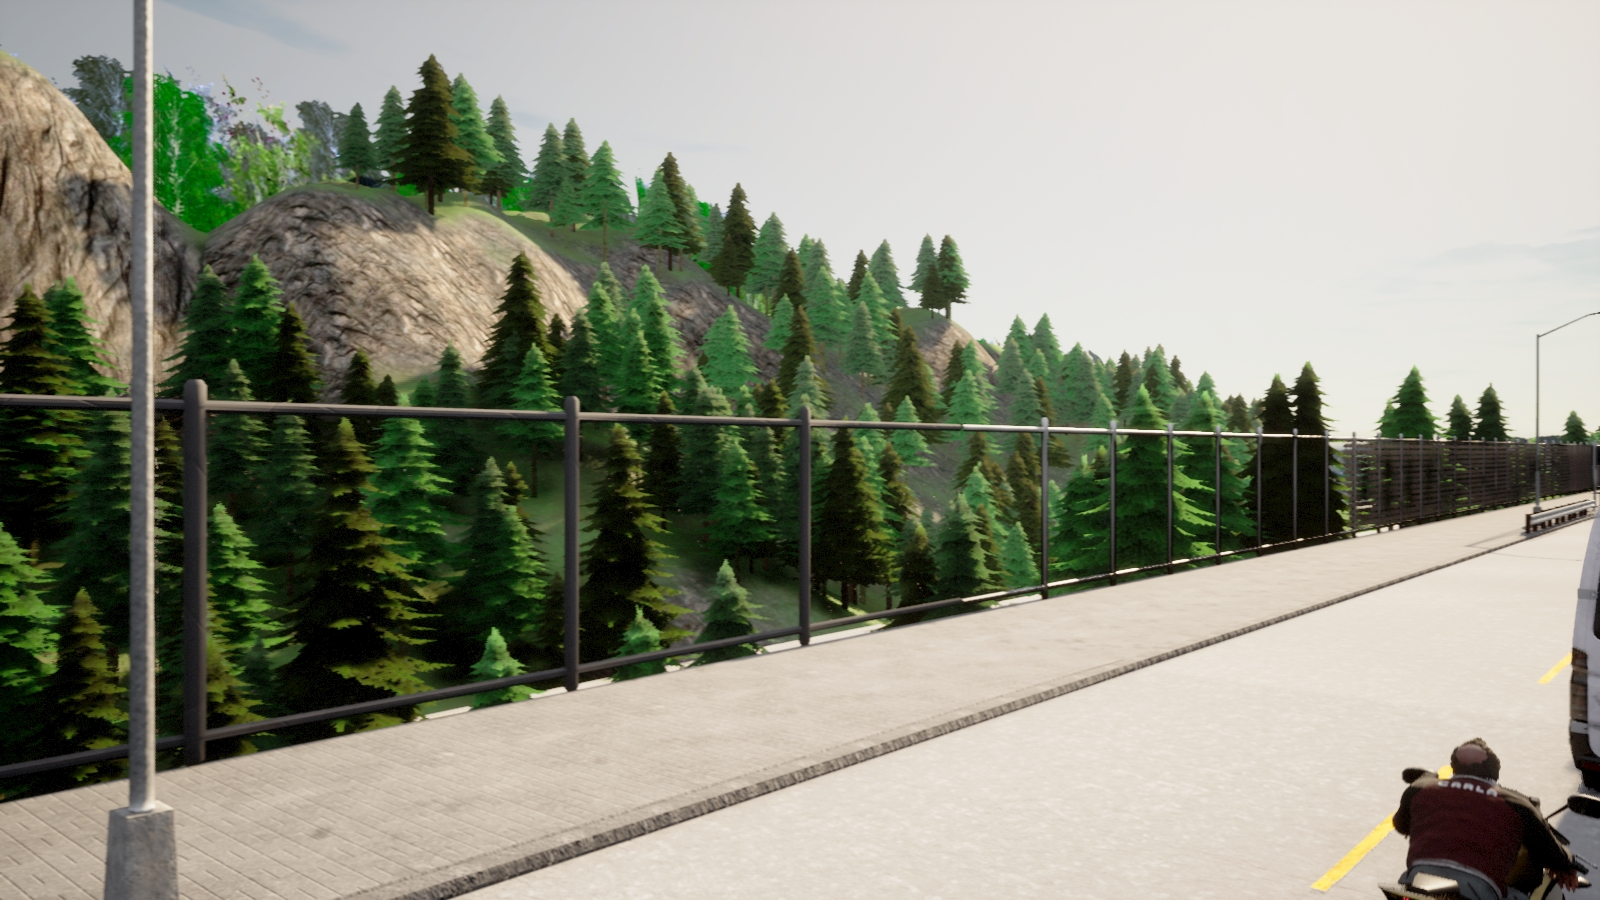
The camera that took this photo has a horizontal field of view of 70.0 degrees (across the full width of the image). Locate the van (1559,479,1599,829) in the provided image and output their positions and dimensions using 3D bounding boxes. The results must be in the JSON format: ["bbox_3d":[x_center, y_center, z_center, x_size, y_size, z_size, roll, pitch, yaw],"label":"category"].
[{"bbox_3d":[8.464,1.546,10.248,1.988,2.561,5.915,0,0,41],"label":"van"}]

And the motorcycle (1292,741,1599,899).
[{"bbox_3d":[3.005,2.210,5.096,0.867,1.251,2.209,0,0,41],"label":"motorcycle"}]
